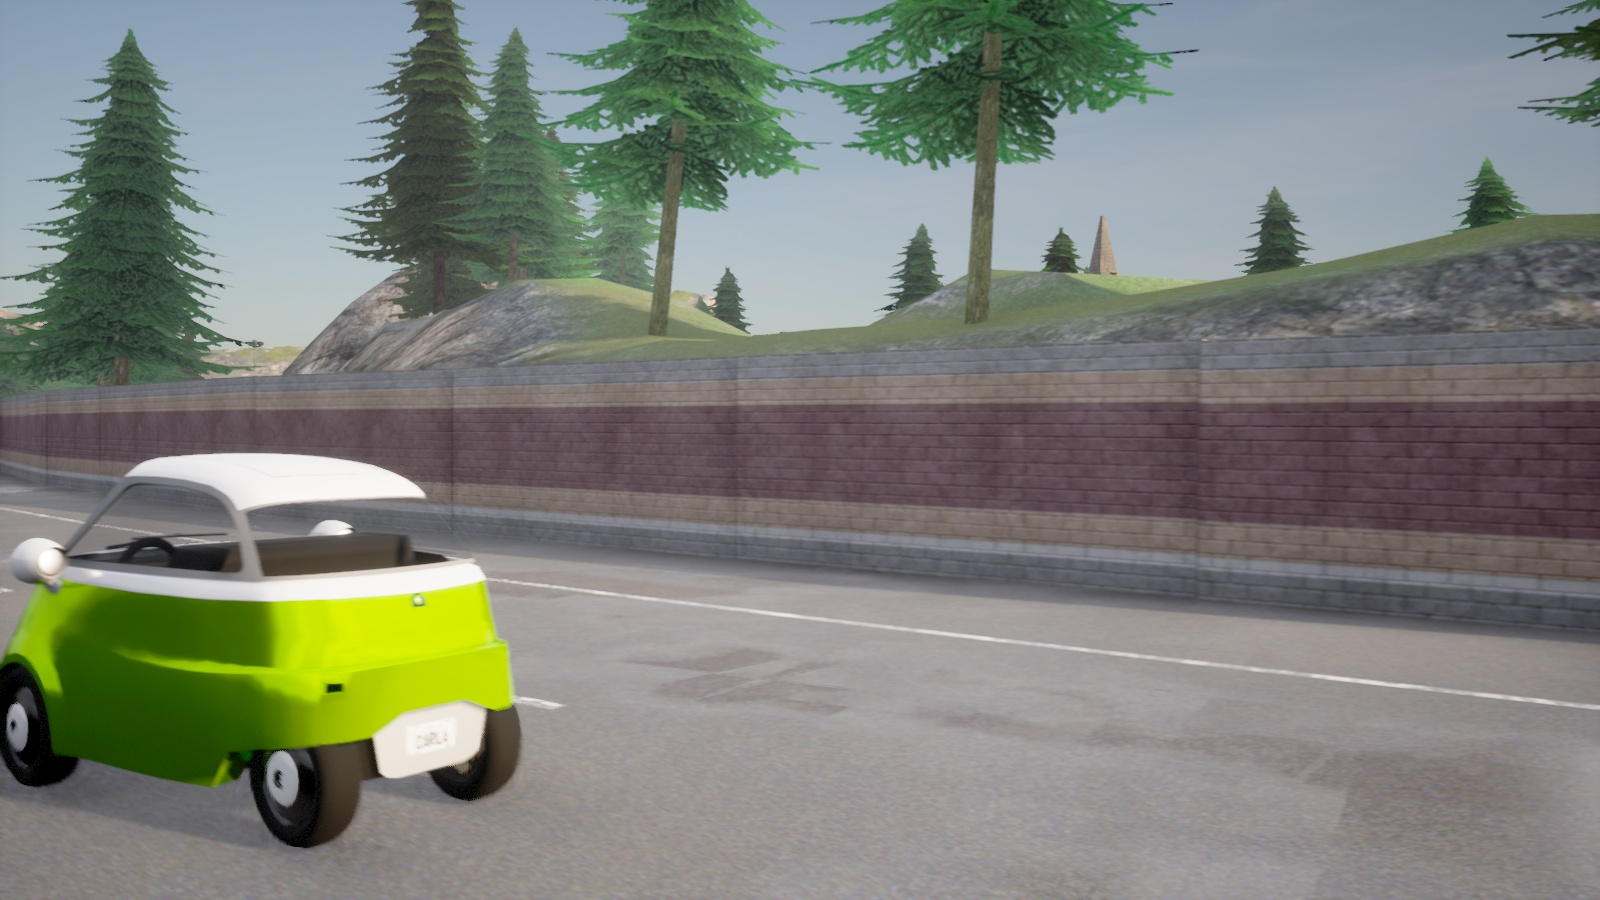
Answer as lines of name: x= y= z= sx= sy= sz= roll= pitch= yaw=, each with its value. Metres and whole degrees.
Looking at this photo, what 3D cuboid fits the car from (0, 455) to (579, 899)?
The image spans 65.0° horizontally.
car: x=-2.256 y=0.736 z=5.283 sx=2.207 sy=1.376 sz=1.481 roll=1 pitch=1 yaw=36
